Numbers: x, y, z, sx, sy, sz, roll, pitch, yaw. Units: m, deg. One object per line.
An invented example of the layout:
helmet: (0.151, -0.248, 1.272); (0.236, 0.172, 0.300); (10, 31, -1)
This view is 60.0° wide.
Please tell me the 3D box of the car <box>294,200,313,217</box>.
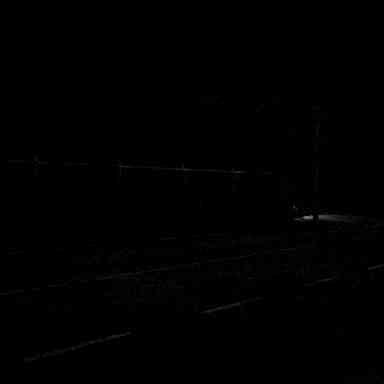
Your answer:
car: (8.659, 1.407, 31.310); (2.097, 1.767, 4.553); (0, 0, -36)

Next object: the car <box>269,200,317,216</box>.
car: (10.462, 1.581, 34.835); (1.812, 1.442, 4.674); (0, 0, -36)
